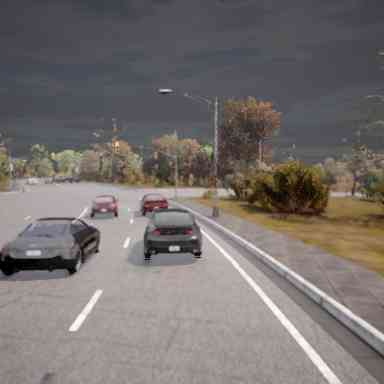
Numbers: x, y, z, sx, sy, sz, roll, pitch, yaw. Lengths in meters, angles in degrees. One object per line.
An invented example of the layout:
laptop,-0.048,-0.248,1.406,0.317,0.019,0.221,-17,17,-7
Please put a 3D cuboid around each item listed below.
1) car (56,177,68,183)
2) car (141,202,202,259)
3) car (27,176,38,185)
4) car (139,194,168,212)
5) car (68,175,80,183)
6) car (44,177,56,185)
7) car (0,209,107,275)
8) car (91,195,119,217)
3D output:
car,-34.567,-3.056,87.407,1.837,1.490,4.892,-2,4,-29
car,-0.765,1.347,12.047,1.837,1.490,4.892,0,1,-6
car,-37.504,-2.740,78.189,2.150,2.045,5.566,-2,4,-29
car,-2.889,0.858,24.964,1.882,1.535,5.008,-1,2,-12
car,-31.512,-3.446,89.092,2.150,2.045,5.566,-2,4,-29
car,-34.446,-2.557,79.909,1.812,1.442,4.674,-2,4,-29
car,-4.103,1.462,10.290,1.994,1.385,4.181,0,1,-5
car,-6.314,0.957,24.285,1.812,1.442,4.674,-1,2,-12
